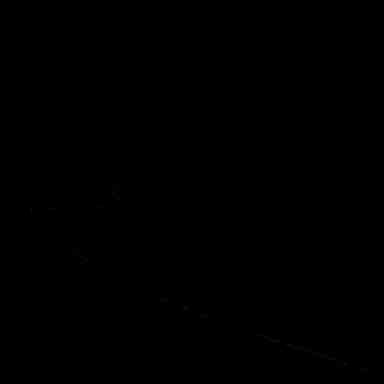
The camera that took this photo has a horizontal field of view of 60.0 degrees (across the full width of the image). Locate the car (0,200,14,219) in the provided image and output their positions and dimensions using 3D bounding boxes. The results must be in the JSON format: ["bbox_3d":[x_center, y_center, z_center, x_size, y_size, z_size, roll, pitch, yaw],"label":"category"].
[{"bbox_3d":[-16.699,1.438,27.690,2.097,1.767,4.553,1,0,-6],"label":"car"}]

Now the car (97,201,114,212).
[{"bbox_3d":[-11.132,1.849,42.425,1.994,1.385,4.181,1,0,-6],"label":"car"}]

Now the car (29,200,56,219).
[{"bbox_3d":[-13.368,1.506,31.036,2.097,1.767,4.553,1,-1,-7],"label":"car"}]

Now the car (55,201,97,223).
[{"bbox_3d":[-9.439,1.640,27.451,1.882,1.535,5.008,1,0,-7],"label":"car"}]
